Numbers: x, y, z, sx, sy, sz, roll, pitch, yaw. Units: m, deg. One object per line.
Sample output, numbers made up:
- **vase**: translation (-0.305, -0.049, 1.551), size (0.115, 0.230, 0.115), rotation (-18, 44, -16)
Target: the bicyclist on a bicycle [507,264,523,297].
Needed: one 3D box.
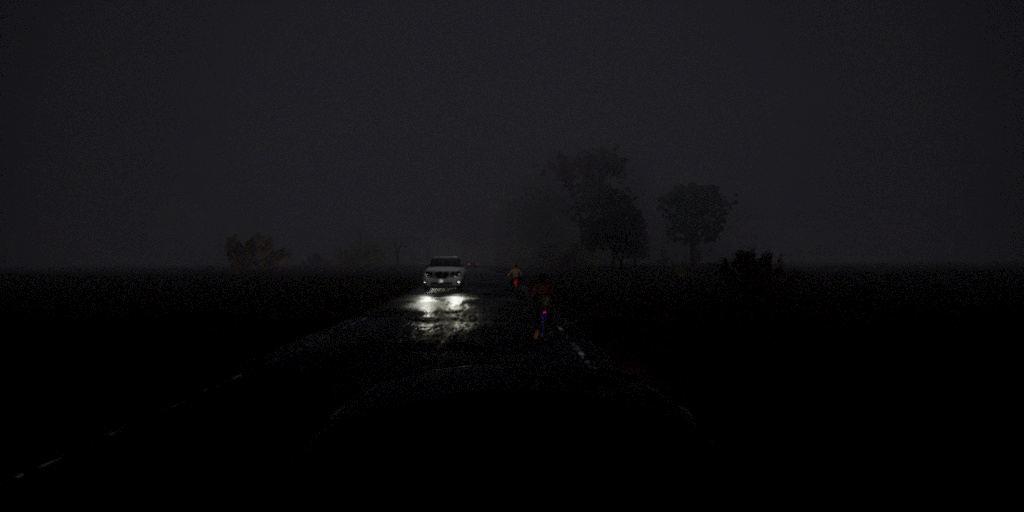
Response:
- **bicyclist on a bicycle**: translation (0.168, 1.204, 18.125), size (0.866, 1.612, 1.509), rotation (0, 0, -3)

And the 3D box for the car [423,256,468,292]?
- **car**: translation (-4.046, 0.995, 22.121), size (2.150, 2.045, 5.566), rotation (0, 0, -5)

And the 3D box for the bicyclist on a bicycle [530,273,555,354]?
- **bicyclist on a bicycle**: translation (0.686, 1.209, 7.884), size (0.582, 1.620, 1.656), rotation (0, 0, -2)

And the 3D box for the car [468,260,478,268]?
- **car**: translation (-6.926, 1.377, 60.906), size (2.033, 1.411, 5.357), rotation (0, 0, -14)
